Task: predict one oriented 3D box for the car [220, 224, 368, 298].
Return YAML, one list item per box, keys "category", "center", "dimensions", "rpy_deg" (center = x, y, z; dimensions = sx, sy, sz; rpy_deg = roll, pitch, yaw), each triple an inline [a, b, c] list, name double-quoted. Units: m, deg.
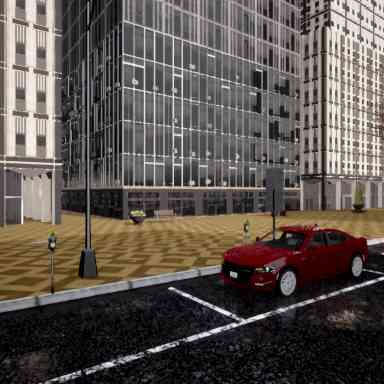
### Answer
- category: "car"
  center: [2.730, 1.545, 8.516]
  dimensions: [4.507, 1.381, 1.887]
  rpy_deg: [0, 0, -36]
